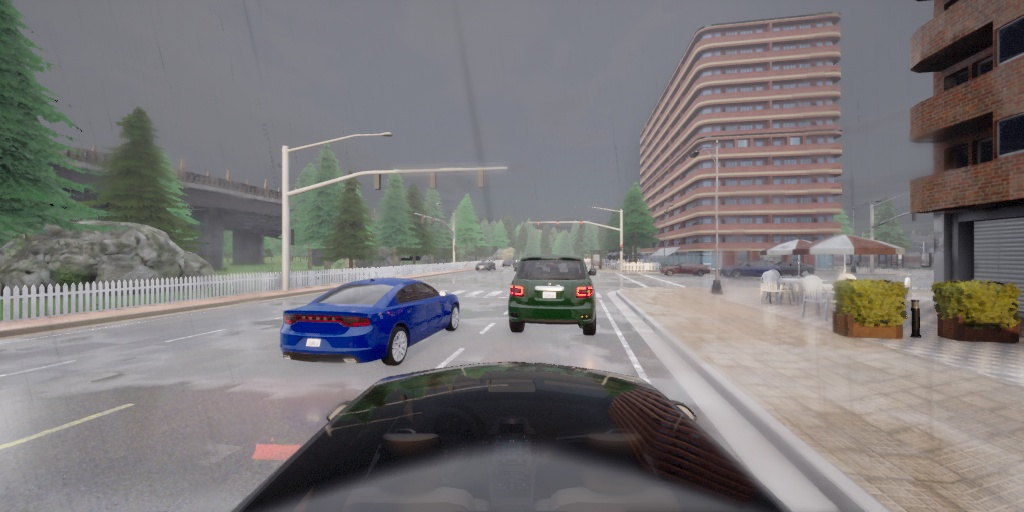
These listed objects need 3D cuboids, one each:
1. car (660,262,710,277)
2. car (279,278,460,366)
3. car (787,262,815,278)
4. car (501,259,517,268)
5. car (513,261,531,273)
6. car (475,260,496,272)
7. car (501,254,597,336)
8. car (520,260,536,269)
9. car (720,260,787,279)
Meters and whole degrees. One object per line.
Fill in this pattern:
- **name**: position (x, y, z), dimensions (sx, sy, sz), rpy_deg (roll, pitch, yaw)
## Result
- **car**: position (17.701, 1.331, 36.793), dimensions (4.674, 1.442, 1.812), rpy_deg (0, 0, 13)
- **car**: position (-2.709, 1.228, 8.141), dimensions (1.882, 1.535, 5.008), rpy_deg (0, 0, 11)
- **car**: position (26.613, 1.309, 35.121), dimensions (4.892, 1.490, 1.837), rpy_deg (0, 0, 10)
- **car**: position (-0.535, 1.255, 61.396), dimensions (1.837, 1.490, 4.892), rpy_deg (0, 0, 10)
- **car**: position (1.244, 1.323, 44.912), dimensions (1.994, 1.385, 4.181), rpy_deg (0, 0, -2)
- **car**: position (-3.311, 1.245, 45.848), dimensions (2.128, 1.511, 4.902), rpy_deg (0, 0, 10)
- **car**: position (1.320, 0.971, 10.720), dimensions (2.150, 2.045, 5.566), rpy_deg (0, 0, 10)
- **car**: position (2.698, 1.314, 59.667), dimensions (1.994, 1.385, 4.181), rpy_deg (0, 0, 10)
- **car**: position (21.519, 1.157, 32.484), dimensions (4.553, 1.767, 2.097), rpy_deg (0, 0, 10)
